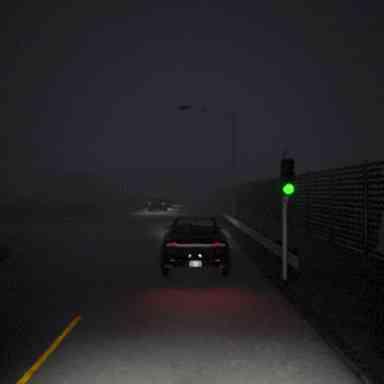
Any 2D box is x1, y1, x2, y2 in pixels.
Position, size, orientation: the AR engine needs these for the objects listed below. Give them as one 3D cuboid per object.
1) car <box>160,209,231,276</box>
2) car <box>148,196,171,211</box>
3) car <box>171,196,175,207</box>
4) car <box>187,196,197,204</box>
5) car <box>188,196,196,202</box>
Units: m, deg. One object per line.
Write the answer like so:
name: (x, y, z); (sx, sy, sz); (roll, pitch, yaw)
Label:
car: (0.090, 1.501, 10.378); (2.128, 1.511, 4.902); (0, 0, 0)
car: (-4.106, 1.387, 40.755); (2.097, 1.767, 4.553); (0, 0, 0)
car: (-4.080, 1.644, 50.123); (1.895, 1.301, 4.718); (0, 0, 0)
car: (-0.017, 1.659, 67.773); (1.895, 1.301, 4.718); (0, 0, 0)
car: (-0.025, 1.662, 77.545); (1.895, 1.301, 4.718); (0, 0, 0)
